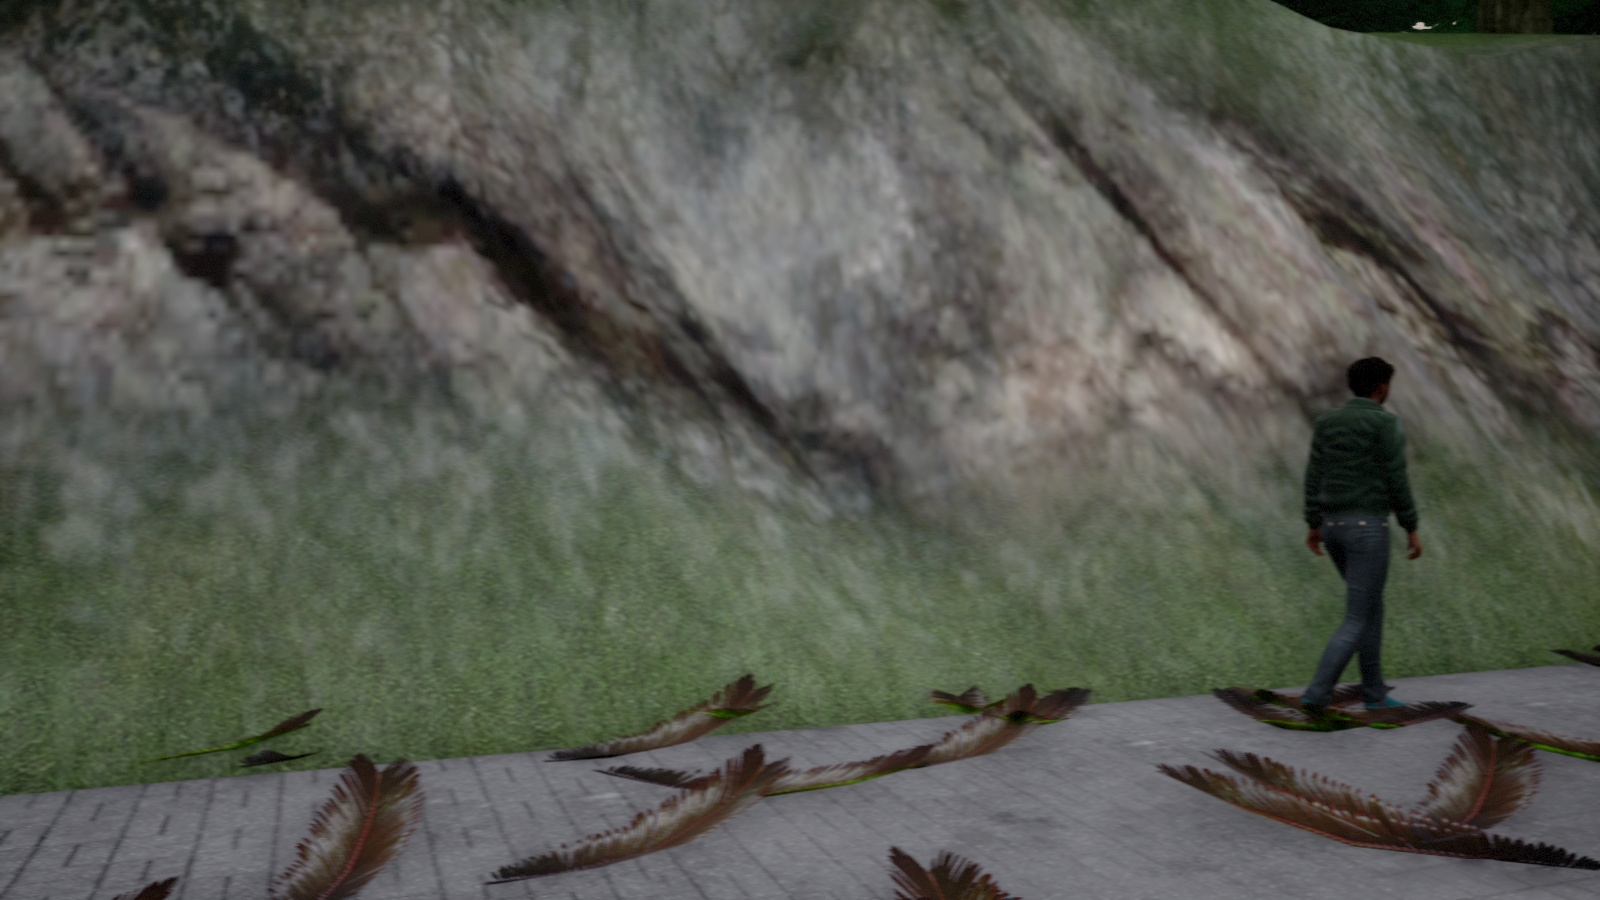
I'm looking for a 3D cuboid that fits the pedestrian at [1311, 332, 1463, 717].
[{"bbox_3d":[2.933,0.351,6.281,0.614,1.847,0.353,-1,1,-21],"label":"pedestrian"}]
